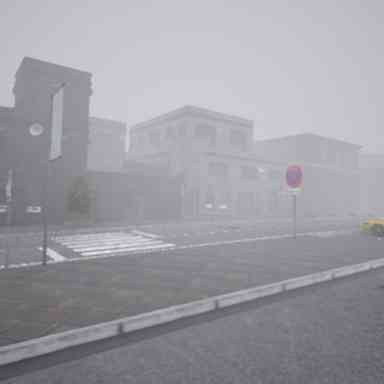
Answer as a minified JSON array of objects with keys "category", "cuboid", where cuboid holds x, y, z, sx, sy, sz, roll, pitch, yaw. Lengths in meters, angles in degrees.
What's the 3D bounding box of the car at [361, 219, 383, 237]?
[{"category":"car","cuboid":[11.480,1.631,16.826,1.946,1.575,5.366,1,-1,-36]}]
